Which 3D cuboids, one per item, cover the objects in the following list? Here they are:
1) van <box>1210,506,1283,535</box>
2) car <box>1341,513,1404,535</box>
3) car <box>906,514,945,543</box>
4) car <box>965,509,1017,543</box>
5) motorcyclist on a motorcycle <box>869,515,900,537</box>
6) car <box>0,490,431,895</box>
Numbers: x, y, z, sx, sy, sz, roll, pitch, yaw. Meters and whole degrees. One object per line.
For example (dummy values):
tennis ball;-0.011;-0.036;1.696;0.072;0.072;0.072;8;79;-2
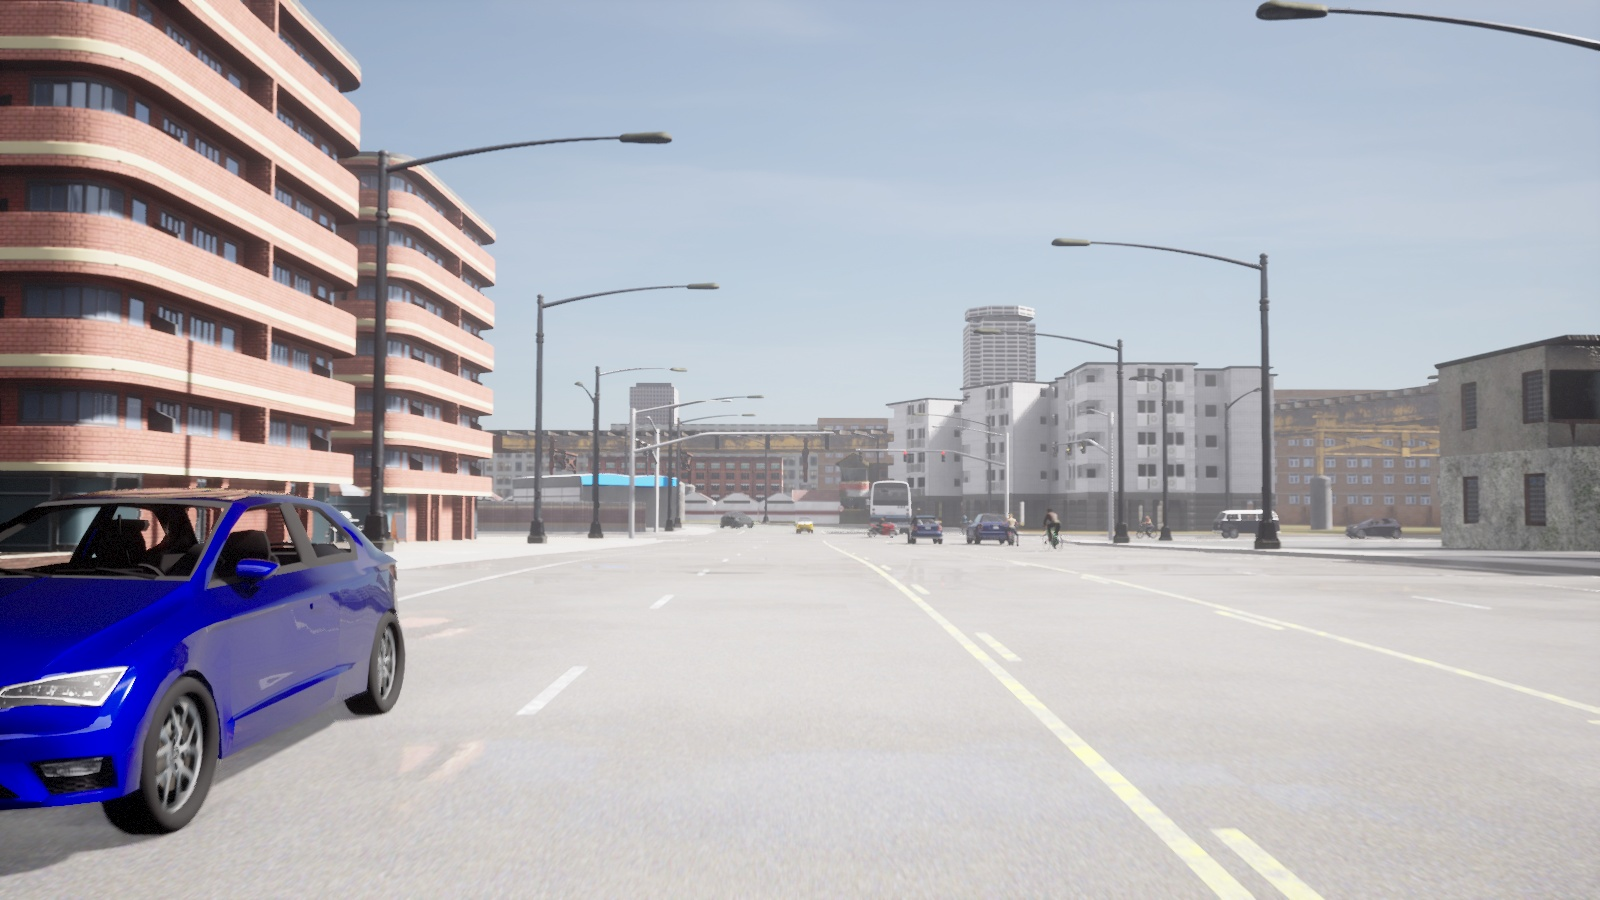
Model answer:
van;31.777;5.022;89.453;4.480;2.038;2.069;0;-3;-1
car;40.822;5.283;89.627;3.633;1.501;1.845;0;-3;0
car;6.845;4.302;68.785;1.789;1.549;3.705;0;-3;0
car;10.346;4.152;68.451;2.097;1.767;4.553;0;-3;0
motorcyclist on a motorcycle;5.743;5.164;85.365;2.044;1.523;0.797;0;-3;-1
car;-3.516;0.975;6.793;1.816;1.474;4.193;0;-1;0
